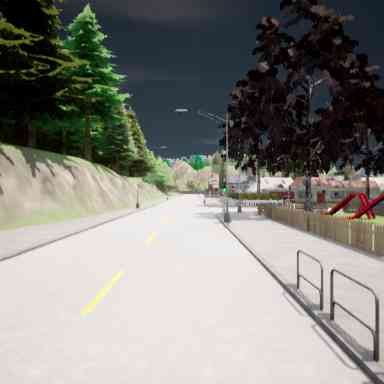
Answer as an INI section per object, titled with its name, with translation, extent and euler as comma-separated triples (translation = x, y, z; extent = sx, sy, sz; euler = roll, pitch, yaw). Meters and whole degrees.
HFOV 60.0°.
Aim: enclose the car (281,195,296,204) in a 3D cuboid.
[car]
translation = 15.786, 1.265, 55.431
extent = 1.994, 1.381, 4.181
euler = 0, 0, 0
